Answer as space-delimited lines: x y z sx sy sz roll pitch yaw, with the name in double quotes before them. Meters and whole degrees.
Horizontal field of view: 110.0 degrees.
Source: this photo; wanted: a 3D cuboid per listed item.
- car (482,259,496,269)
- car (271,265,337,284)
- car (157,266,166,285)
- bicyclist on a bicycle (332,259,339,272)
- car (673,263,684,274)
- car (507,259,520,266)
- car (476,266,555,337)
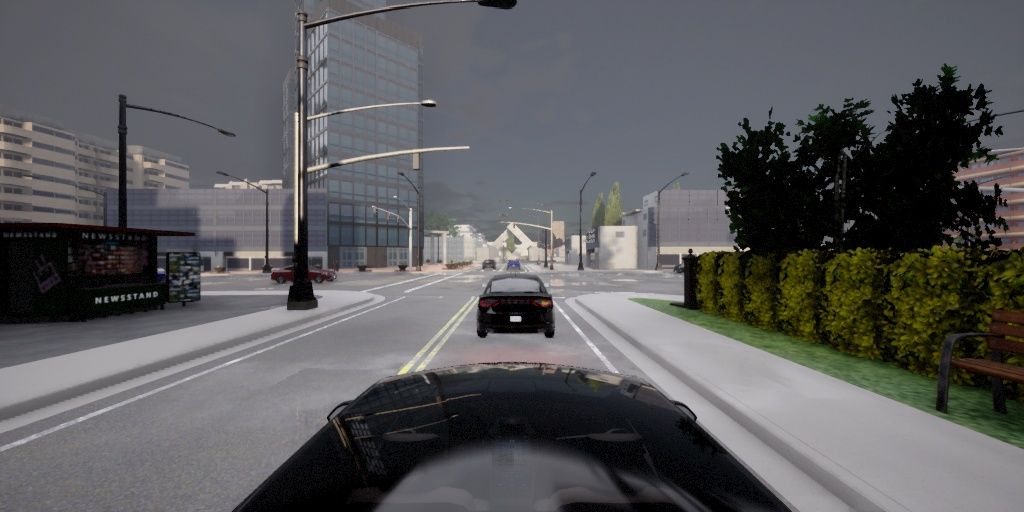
"car" -3.412 1.227 54.129 1.882 1.535 5.008 0 0 0
"car" -16.175 1.382 27.938 4.674 1.442 1.812 -1 0 0
"car" -27.598 1.518 27.881 4.674 1.442 1.812 -1 0 0
"bicyclist on a bicycle" -21.849 1.216 44.395 0.582 1.620 1.656 -1 0 0
"car" 19.965 1.057 38.807 4.553 1.767 2.097 0 0 0
"car" 0.269 1.227 55.351 1.882 1.535 5.008 0 0 0
"car" 0.104 1.228 10.349 1.882 1.535 5.008 0 0 1
